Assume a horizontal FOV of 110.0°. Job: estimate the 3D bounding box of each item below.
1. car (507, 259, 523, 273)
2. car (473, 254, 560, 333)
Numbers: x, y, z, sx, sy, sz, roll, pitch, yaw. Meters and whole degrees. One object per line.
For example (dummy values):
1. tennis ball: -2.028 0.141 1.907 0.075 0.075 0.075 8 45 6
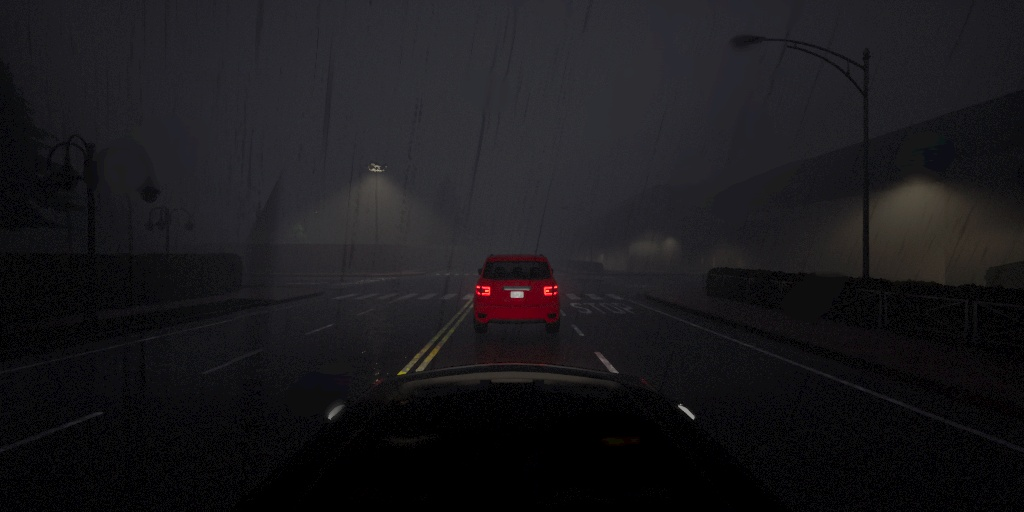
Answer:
1. car: 0.356 1.227 45.572 1.882 1.535 5.008 0 0 1
2. car: 0.122 0.971 10.828 2.150 2.045 5.566 0 0 0
